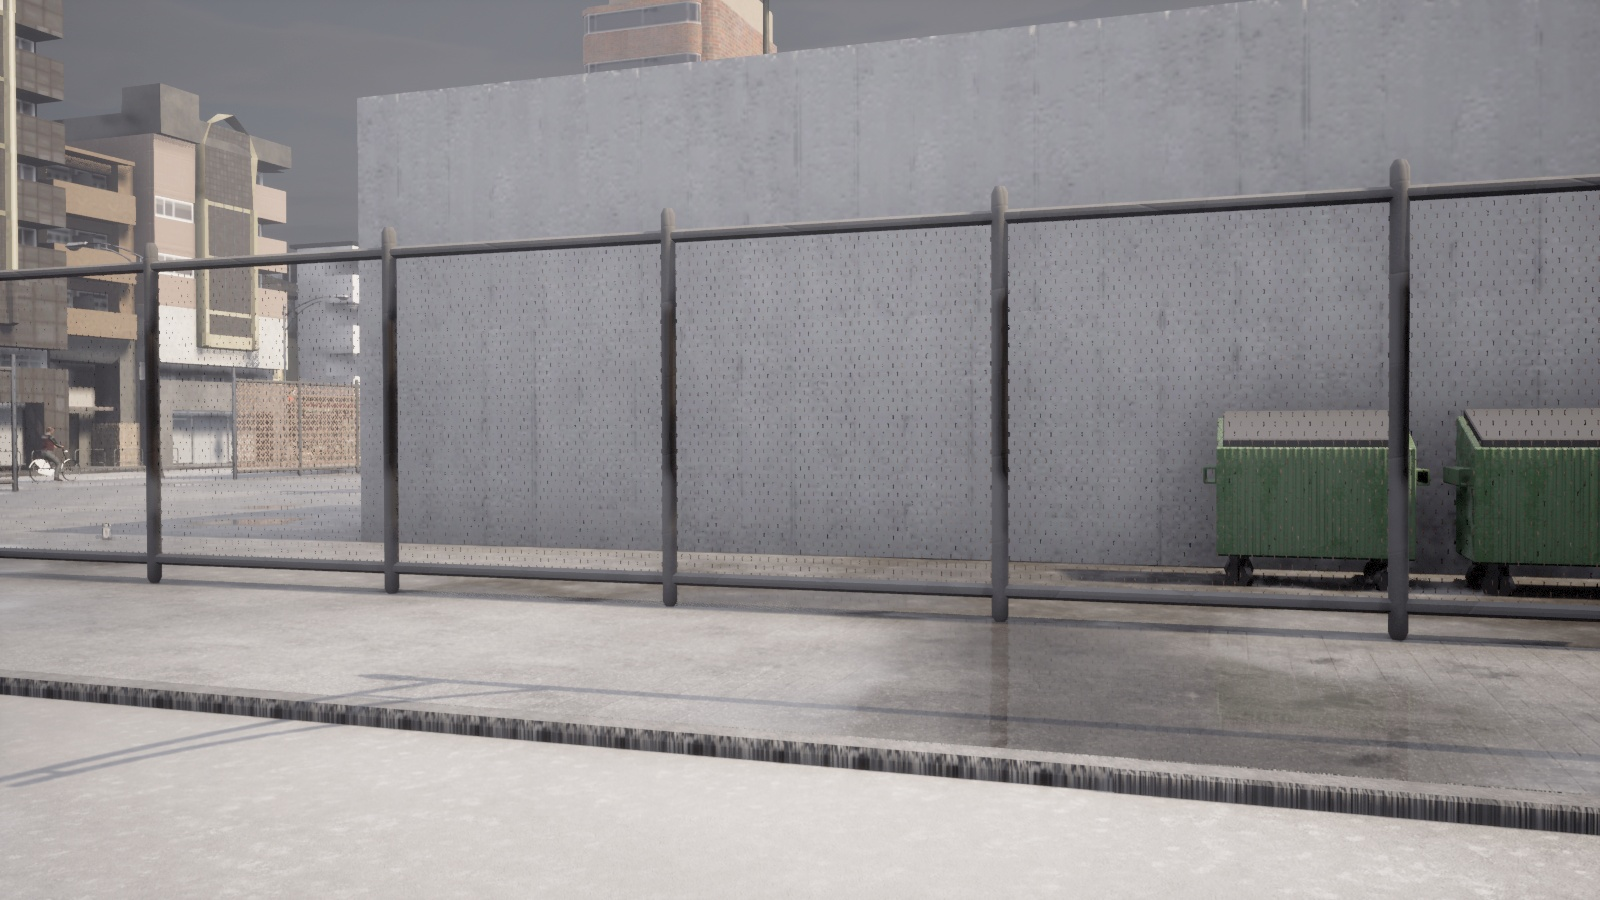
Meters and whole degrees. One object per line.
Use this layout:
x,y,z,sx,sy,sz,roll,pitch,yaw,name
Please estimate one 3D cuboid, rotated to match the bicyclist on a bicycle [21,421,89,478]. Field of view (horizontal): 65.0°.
-23.671,-0.031,39.939,0.659,1.776,1.843,1,1,19,bicyclist on a bicycle
